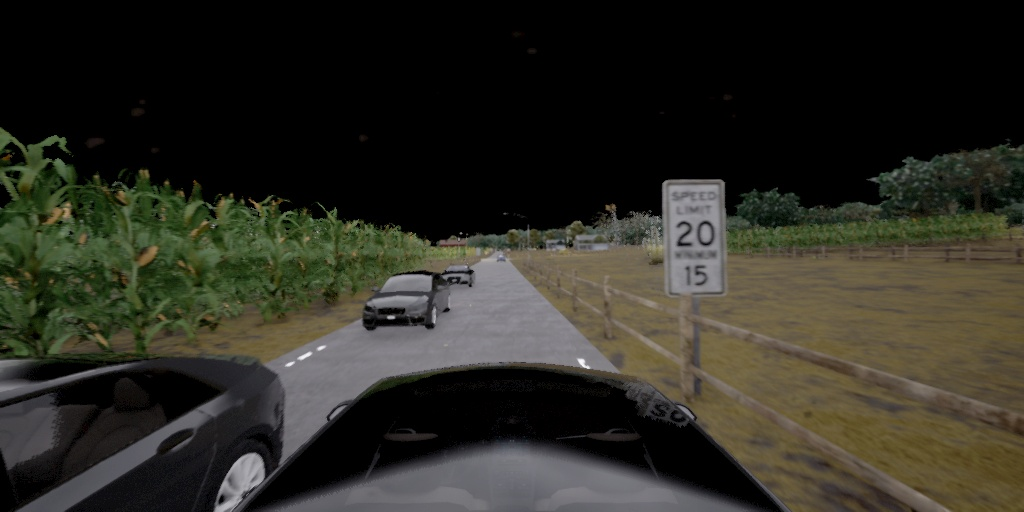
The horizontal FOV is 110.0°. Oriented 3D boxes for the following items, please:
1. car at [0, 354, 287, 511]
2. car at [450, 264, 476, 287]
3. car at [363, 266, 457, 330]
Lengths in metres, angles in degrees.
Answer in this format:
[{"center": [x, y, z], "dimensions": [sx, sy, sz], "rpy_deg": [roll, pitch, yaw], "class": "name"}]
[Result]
[{"center": [-2.700, 1.306, 1.060], "dimensions": [1.837, 1.490, 4.892], "rpy_deg": [-1, 0, -4], "class": "car"}, {"center": [-3.442, 1.245, 23.252], "dimensions": [1.994, 1.385, 4.181], "rpy_deg": [-1, 0, -1], "class": "car"}, {"center": [-3.086, 1.262, 11.350], "dimensions": [1.837, 1.490, 4.892], "rpy_deg": [-1, 0, -2], "class": "car"}]
